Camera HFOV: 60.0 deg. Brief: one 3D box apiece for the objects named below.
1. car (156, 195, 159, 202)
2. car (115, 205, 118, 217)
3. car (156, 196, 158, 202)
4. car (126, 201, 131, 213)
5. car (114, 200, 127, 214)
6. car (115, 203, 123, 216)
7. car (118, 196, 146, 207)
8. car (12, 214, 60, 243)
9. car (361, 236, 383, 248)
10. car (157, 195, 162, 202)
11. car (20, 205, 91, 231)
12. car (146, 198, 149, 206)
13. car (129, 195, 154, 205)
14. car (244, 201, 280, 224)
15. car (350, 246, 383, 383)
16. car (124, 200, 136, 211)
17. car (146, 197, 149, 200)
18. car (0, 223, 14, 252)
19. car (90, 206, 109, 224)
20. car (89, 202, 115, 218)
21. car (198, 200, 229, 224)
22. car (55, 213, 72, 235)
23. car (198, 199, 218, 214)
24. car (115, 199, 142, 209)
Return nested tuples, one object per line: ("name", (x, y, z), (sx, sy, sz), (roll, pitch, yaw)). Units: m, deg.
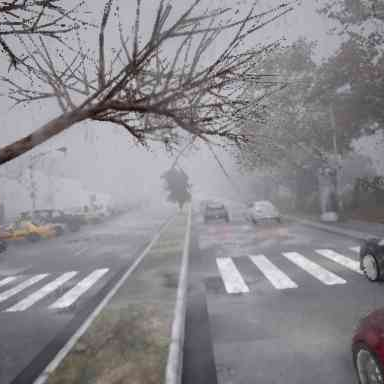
("car", (-12.040, 2.484, 88.764), (4.792, 1.488, 2.163), (-6, 0, -20))
("car", (-12.042, 2.798, 40.744), (4.792, 1.488, 2.163), (-6, 0, -20))
("car", (-12.025, 2.461, 85.780), (4.892, 1.521, 2.231), (-6, 0, -20))
("car", (-12.018, 2.747, 49.769), (4.674, 1.452, 2.002), (-6, 0, -20))
("car", (-12.061, 2.609, 46.757), (4.553, 1.767, 2.185), (-6, 0, -20))
("car", (-12.017, 2.794, 43.769), (4.674, 1.452, 2.002), (-6, 0, -20))
("car", (-12.022, 2.343, 61.786), (5.566, 2.045, 2.435), (-6, 0, -20))
("car", (-12.202, 2.770, 22.671), (5.366, 1.575, 1.946), (-6, 0, -20))
("car", (4.838, 1.207, 5.951), (1.837, 1.490, 4.892), (-5, 0, 0))
("car", (-12.065, 2.199, 91.767), (5.566, 2.045, 2.435), (-6, 0, -20))
("car", (-12.024, 2.529, 28.764), (5.566, 2.045, 2.435), (-6, -1, -20))
("car", (-11.848, 2.548, 64.840), (5.366, 1.575, 1.946), (-6, 0, -20))
("car", (-12.070, 2.259, 73.756), (5.566, 2.045, 2.435), (-6, 1, -20))
("car", (4.849, 1.335, 23.366), (1.812, 1.442, 4.674), (-5, 0, 0))
("car", (2.635, 1.405, 1.774), (1.812, 1.442, 4.674), (-6, 0, 0))
("car", (-12.012, 2.680, 52.769), (5.008, 1.535, 2.097), (-6, 1, -20))
("car", (-12.194, 2.562, 67.707), (5.366, 1.575, 1.946), (-6, 1, -20))
("car", (-12.009, 2.748, 16.747), (4.792, 1.488, 2.163), (-6, -1, -20))
("car", (-11.850, 2.762, 34.817), (5.366, 1.575, 1.946), (-6, 0, -20))
("car", (-12.070, 2.530, 37.744), (5.566, 2.045, 2.435), (-6, 0, -20))
("car", (1.800, 1.578, 26.400), (2.128, 1.511, 4.902), (-5, 0, 0))
("car", (-12.029, 2.809, 25.743), (4.674, 1.452, 2.002), (-6, -1, -20))
("car", (1.789, 1.634, 39.677), (2.033, 1.411, 5.357), (-5, 0, 1))
("car", (-11.992, 2.649, 58.786), (4.792, 1.488, 2.163), (-6, 0, -20))
